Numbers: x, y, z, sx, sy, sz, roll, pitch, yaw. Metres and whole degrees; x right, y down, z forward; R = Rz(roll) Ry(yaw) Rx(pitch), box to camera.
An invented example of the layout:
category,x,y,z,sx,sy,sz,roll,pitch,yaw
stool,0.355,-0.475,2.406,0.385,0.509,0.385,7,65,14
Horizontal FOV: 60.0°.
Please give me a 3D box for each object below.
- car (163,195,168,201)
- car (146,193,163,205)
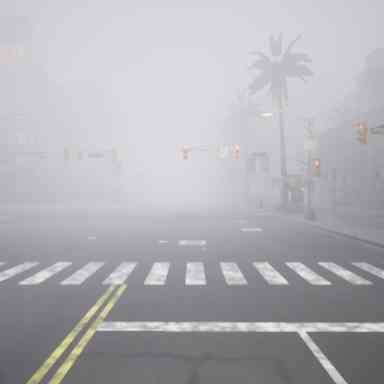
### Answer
category,x,y,z,sx,sy,sz,roll,pitch,yaw
car,-6.972,1.463,83.382,2.033,1.411,5.357,0,0,0
car,-6.940,1.269,59.741,2.150,2.045,5.566,0,2,0
